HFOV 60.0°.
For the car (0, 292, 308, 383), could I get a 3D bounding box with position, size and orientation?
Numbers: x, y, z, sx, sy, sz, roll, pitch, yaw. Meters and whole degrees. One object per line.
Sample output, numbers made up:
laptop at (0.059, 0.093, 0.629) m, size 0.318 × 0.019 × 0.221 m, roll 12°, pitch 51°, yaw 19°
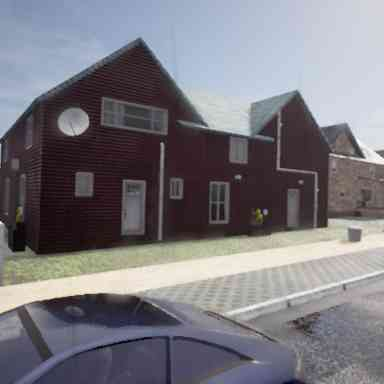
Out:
car at (-1.019, 1.566, 2.344) m, size 4.181 × 1.385 × 1.994 m, roll 0°, pitch 0°, yaw -35°
